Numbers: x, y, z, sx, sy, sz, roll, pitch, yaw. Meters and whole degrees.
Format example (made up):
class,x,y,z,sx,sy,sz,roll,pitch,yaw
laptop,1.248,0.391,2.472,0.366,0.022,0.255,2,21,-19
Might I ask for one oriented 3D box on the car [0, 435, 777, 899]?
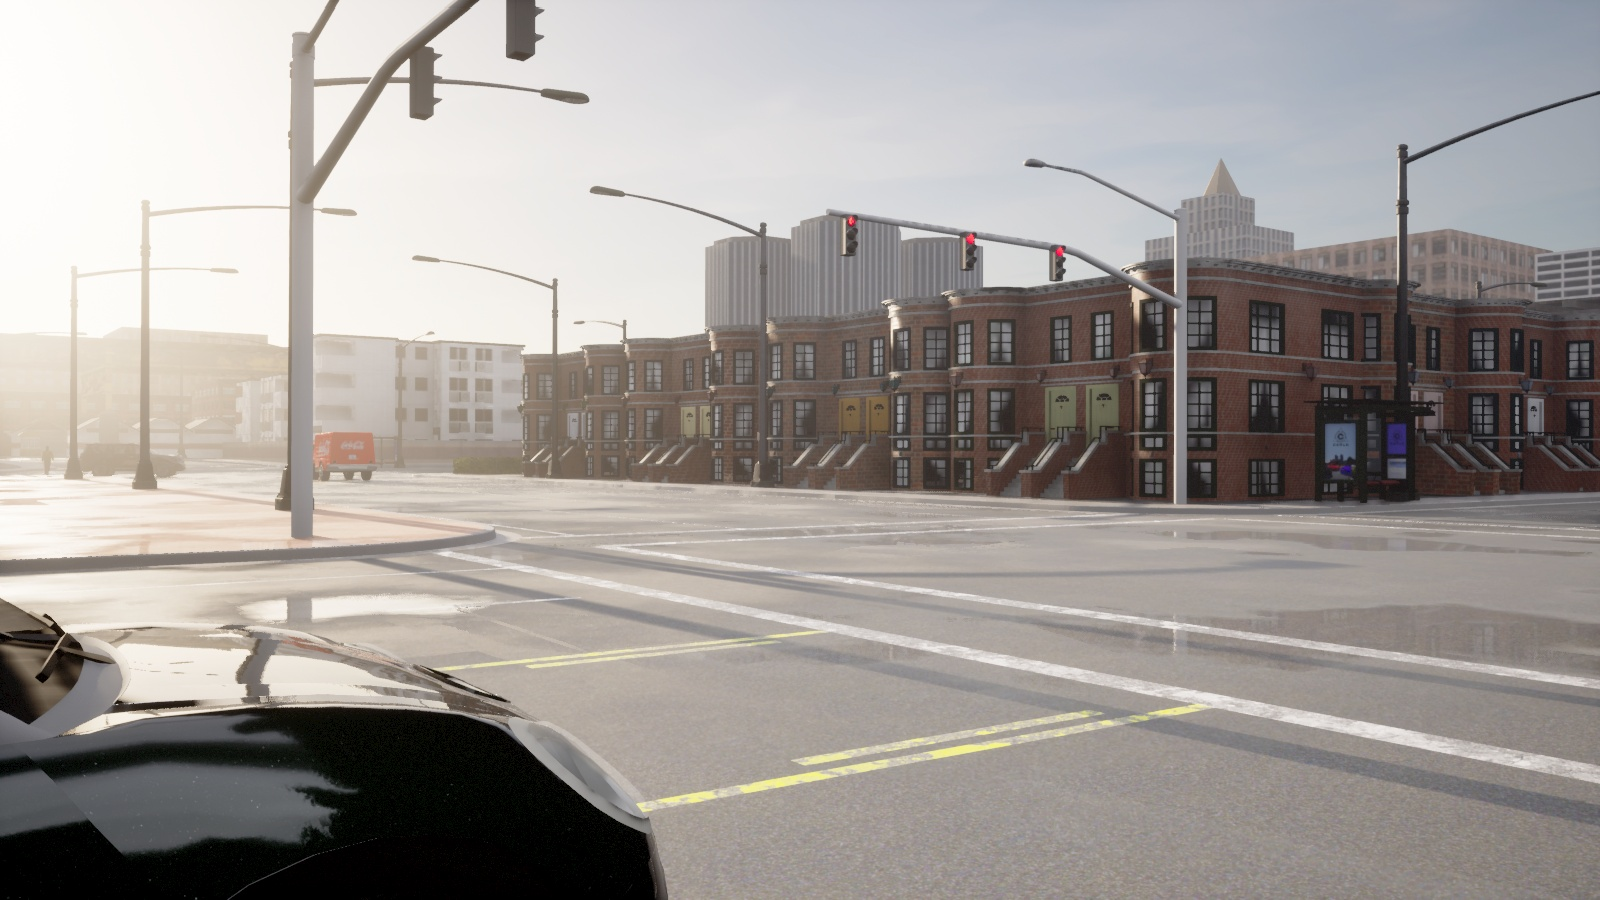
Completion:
class,x,y,z,sx,sy,sz,roll,pitch,yaw
car,-2.171,0.720,2.205,3.806,1.475,1.970,0,0,-35

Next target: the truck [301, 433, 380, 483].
class,x,y,z,sx,sy,sz,roll,pitch,yaw
truck,-24.381,0.446,66.475,2.627,2.467,5.204,0,-2,-35

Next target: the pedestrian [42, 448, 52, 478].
class,x,y,z,sx,sy,sz,roll,pitch,yaw
pedestrian,-46.139,0.816,76.937,0.431,1.840,0.709,0,0,-23

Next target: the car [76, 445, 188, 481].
class,x,y,z,sx,sy,sz,roll,pitch,yaw
car,-39.170,0.763,73.792,5.566,2.045,2.150,0,0,-18
